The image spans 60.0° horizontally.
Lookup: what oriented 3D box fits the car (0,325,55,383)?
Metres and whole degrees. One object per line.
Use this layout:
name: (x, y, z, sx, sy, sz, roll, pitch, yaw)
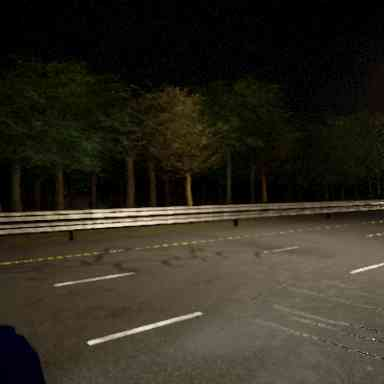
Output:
car: (-3.164, 1.607, 1.612, 4.718, 1.301, 1.895, 0, 0, -36)
